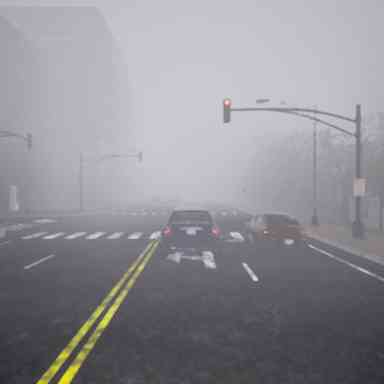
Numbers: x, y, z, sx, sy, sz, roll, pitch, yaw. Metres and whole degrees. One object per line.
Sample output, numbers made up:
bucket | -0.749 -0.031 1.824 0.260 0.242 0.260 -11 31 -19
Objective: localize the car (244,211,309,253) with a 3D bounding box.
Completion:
car | 3.291 1.505 13.510 1.812 1.442 4.674 0 0 0

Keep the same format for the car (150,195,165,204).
car | -6.548 1.449 60.362 1.812 1.442 4.674 0 0 1

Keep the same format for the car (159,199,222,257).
car | -0.100 1.332 13.045 2.097 1.767 4.553 0 0 -2

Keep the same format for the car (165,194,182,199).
car | -3.300 1.487 60.383 1.994 1.385 4.181 0 0 1

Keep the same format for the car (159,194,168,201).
car | -6.505 1.243 75.930 1.812 1.442 4.674 0 0 0

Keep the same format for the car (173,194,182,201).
car | -3.255 1.219 75.930 1.837 1.490 4.892 0 0 0
